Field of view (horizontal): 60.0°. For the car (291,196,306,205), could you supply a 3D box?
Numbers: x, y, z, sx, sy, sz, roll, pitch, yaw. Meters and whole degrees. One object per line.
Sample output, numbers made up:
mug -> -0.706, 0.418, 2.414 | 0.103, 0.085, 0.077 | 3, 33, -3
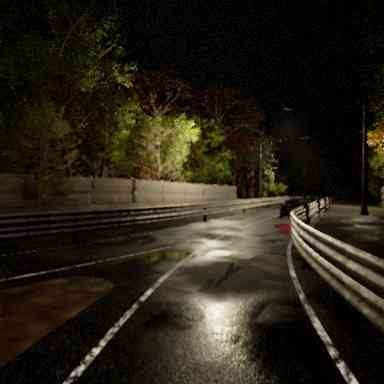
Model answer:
car -> 18.264, 1.408, 56.912 | 1.994, 1.385, 4.181 | 0, 0, 25

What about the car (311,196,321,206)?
car -> 15.963, 1.362, 43.910 | 1.837, 1.490, 4.892 | 0, 0, 25

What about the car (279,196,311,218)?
car -> 8.556, 1.405, 27.840 | 1.837, 1.490, 4.892 | 0, 1, 25
